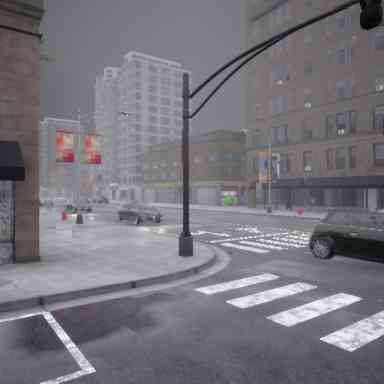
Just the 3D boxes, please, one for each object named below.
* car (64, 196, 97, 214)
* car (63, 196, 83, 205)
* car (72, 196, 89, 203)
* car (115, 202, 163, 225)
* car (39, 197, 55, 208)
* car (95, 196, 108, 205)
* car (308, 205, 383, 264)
[{"bbox_3d":[-12.141,1.450,35.384,1.837,1.490,4.892,0,2,-36],"label":"car"},{"bbox_3d":[-21.407,1.450,59.638,2.033,1.411,5.357,0,0,-36],"label":"car"},{"bbox_3d":[-22.243,1.452,66.324,1.994,1.385,4.181,0,0,-36],"label":"car"},{"bbox_3d":[-3.927,1.478,24.010,1.837,1.490,4.892,0,0,-36],"label":"car"},{"bbox_3d":[-21.466,1.489,48.439,1.812,1.442,4.674,0,0,-36],"label":"car"},{"bbox_3d":[-16.158,1.411,57.909,1.837,1.490,4.892,0,0,-36],"label":"car"},{"bbox_3d":[6.024,1.348,10.244,2.097,1.767,4.553,0,0,-36],"label":"car"}]
